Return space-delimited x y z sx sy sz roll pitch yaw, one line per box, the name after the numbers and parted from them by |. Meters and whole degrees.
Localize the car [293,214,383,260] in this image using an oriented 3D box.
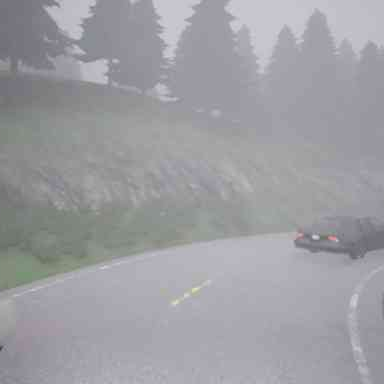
6.069 1.559 12.528 5.357 1.411 2.033 1 0 -38 | car

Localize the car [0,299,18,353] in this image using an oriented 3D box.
-3.349 1.545 2.012 1.895 1.301 4.718 1 0 7 | car
